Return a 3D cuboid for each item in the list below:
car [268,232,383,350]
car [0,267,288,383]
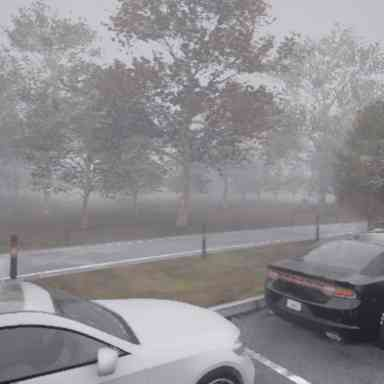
[{"bbox_3d":[3.614,1.514,6.275,5.008,1.535,2.097,-1,0,-32],"label":"car"},{"bbox_3d":[-1.569,1.540,2.812,4.674,1.452,2.002,0,-1,-34],"label":"car"}]
